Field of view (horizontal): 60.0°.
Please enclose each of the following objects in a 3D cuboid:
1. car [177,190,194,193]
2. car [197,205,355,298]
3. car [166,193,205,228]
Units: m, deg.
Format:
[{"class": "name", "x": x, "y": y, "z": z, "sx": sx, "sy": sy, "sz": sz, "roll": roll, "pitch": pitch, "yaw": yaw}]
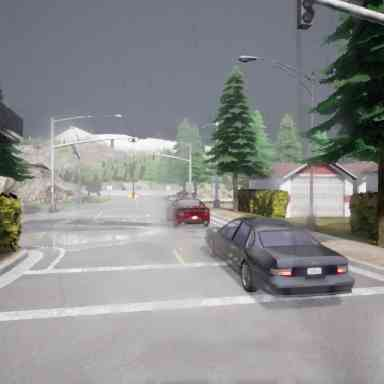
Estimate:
[{"class": "car", "x": -0.967, "y": 0.386, "z": 70.291, "sx": 4.902, "sy": 1.511, "sz": 2.128, "roll": 0, "pitch": 1, "yaw": -11}, {"class": "car", "x": 1.775, "y": 1.366, "z": 8.601, "sx": 2.033, "sy": 1.411, "sz": 5.357, "roll": 0, "pitch": 3, "yaw": -11}, {"class": "car", "x": -0.327, "y": 1.059, "z": 18.982, "sx": 1.882, "sy": 1.535, "sz": 5.008, "roll": -1, "pitch": 2, "yaw": -11}]
